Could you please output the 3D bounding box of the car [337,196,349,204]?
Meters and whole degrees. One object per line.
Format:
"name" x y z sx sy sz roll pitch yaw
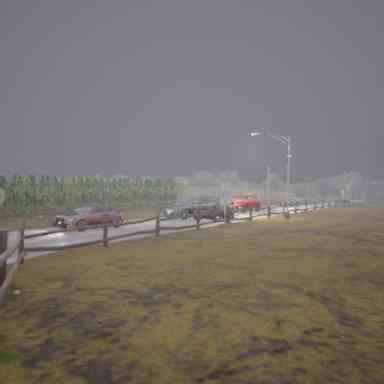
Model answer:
"car" 30.228 1.605 66.391 2.128 1.511 4.902 2 1 35

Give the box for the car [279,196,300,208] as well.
"car" 14.372 1.441 48.815 1.837 1.490 4.892 2 1 36

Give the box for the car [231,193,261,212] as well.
"car" 5.693 1.154 36.715 2.150 2.045 5.566 2 1 36

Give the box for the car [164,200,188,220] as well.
"car" -0.390 1.433 28.172 2.128 1.511 4.902 2 1 35

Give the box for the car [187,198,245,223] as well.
"car" 2.024 1.526 26.500 1.837 1.490 4.892 2 1 35

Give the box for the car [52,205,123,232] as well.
"car" -6.168 1.518 20.054 1.994 1.385 4.181 2 1 35
